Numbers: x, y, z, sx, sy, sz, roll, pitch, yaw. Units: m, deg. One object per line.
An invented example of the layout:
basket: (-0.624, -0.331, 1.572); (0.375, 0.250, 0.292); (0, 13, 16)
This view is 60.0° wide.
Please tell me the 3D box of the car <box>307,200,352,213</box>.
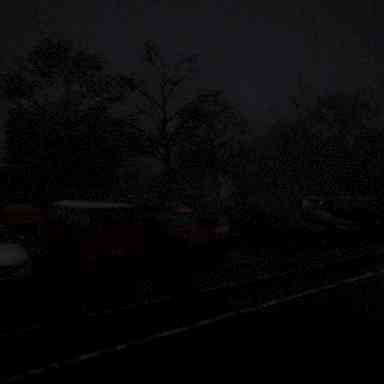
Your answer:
car: (16.528, 1.710, 40.088); (2.002, 1.452, 4.674); (1, -1, -35)

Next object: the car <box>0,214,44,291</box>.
car: (-5.355, 1.526, 8.437); (2.002, 1.452, 4.674); (0, 0, -35)

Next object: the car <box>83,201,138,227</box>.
car: (-6.011, 1.472, 24.021); (2.231, 1.521, 4.892); (0, 0, -35)

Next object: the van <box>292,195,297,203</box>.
van: (9.593, 1.321, 35.292); (1.878, 1.987, 4.442); (1, -1, -35)

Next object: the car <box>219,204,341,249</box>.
car: (3.707, 1.499, 14.855); (2.163, 1.488, 4.792); (0, 0, -36)

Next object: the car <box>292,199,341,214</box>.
car: (14.274, 1.630, 38.478); (2.097, 1.535, 5.008); (1, -1, -35)

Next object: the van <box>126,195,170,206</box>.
van: (-3.827, 1.241, 25.728); (1.878, 1.987, 4.442); (0, 0, -35)

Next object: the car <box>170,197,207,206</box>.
car: (-1.395, 1.460, 27.091); (1.946, 1.575, 5.366); (0, 0, -36)

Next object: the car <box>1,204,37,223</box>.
car: (-10.626, 1.480, 20.733); (2.097, 1.535, 5.008); (0, 0, -35)

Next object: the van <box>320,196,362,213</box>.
van: (18.615, 1.483, 41.722); (1.878, 1.987, 4.442); (1, -1, -35)

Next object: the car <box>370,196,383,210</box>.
car: (30.081, 1.661, 49.715); (2.435, 2.045, 5.566); (1, -1, -35)

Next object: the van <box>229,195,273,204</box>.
van: (5.210, 1.240, 31.882); (1.878, 1.987, 4.442); (0, 0, -35)

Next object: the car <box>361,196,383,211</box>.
car: (27.825, 1.621, 48.108); (2.435, 2.045, 5.566); (1, -1, -35)

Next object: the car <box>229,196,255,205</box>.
car: (3.005, 1.455, 30.460); (2.097, 1.535, 5.008); (0, 0, -35)

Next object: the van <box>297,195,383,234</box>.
van: (8.279, 1.235, 18.007); (1.878, 1.987, 4.442); (0, 0, -35)

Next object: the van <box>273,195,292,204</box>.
van: (7.439, 1.283, 33.757); (1.878, 1.987, 4.442); (1, -1, -35)

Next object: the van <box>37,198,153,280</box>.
van: (-3.160, 1.256, 10.141); (1.878, 1.987, 4.442); (0, 0, -35)

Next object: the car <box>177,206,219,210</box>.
car: (-0.844, 1.593, 17.101); (4.718, 1.301, 1.895); (0, 0, -35)

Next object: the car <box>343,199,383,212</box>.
car: (23.297, 1.791, 44.908); (2.097, 1.535, 5.008); (1, -1, -35)

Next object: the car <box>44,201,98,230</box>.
car: (-8.268, 1.475, 22.414); (2.097, 1.535, 5.008); (0, 0, -35)

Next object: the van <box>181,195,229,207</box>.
van: (0.820, 1.233, 28.753); (1.878, 1.987, 4.442); (0, 0, -35)

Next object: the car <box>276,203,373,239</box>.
car: (5.950, 1.505, 16.494); (2.002, 1.452, 4.674); (0, 0, -35)

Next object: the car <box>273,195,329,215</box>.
car: (11.933, 1.336, 36.782); (2.435, 2.045, 5.566); (1, -1, -35)

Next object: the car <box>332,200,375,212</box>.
car: (20.934, 1.789, 43.235); (2.002, 1.452, 4.674); (1, -1, -35)

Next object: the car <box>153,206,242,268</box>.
car: (-0.834, 1.477, 11.662); (2.097, 1.535, 5.008); (0, 0, -35)
